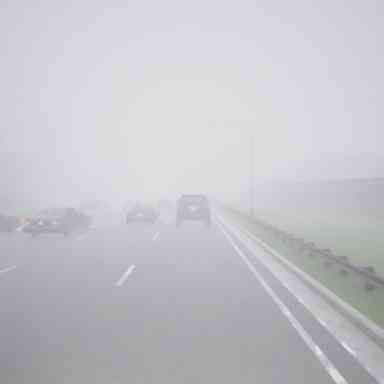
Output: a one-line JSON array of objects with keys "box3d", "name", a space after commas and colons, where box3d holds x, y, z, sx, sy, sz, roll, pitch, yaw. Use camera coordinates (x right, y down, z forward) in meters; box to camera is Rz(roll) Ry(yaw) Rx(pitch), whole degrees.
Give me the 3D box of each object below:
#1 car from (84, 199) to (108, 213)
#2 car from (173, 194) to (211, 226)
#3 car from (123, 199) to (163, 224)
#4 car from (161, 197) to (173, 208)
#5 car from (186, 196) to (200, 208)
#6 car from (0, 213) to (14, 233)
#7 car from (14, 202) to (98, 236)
[{"box3d": [-10.402, 1.397, 35.325, 2.033, 1.411, 5.357, 0, 0, 0], "name": "car"}, {"box3d": [0.092, 1.127, 22.410, 2.150, 2.045, 5.566, 0, 0, 0], "name": "car"}, {"box3d": [-3.408, 1.464, 23.664, 1.994, 1.385, 4.181, 0, 0, 0], "name": "car"}, {"box3d": [-3.360, 1.382, 43.039, 1.994, 1.385, 4.181, 0, 0, 0], "name": "car"}, {"box3d": [0.143, 1.318, 44.587, 1.837, 1.490, 4.892, 0, 0, 0], "name": "car"}, {"box3d": [-10.405, 1.479, 16.050, 2.033, 1.411, 5.357, 0, 0, 0], "name": "car"}, {"box3d": [-6.905, 1.472, 17.667, 2.033, 1.411, 5.357, 0, 0, 0], "name": "car"}]
